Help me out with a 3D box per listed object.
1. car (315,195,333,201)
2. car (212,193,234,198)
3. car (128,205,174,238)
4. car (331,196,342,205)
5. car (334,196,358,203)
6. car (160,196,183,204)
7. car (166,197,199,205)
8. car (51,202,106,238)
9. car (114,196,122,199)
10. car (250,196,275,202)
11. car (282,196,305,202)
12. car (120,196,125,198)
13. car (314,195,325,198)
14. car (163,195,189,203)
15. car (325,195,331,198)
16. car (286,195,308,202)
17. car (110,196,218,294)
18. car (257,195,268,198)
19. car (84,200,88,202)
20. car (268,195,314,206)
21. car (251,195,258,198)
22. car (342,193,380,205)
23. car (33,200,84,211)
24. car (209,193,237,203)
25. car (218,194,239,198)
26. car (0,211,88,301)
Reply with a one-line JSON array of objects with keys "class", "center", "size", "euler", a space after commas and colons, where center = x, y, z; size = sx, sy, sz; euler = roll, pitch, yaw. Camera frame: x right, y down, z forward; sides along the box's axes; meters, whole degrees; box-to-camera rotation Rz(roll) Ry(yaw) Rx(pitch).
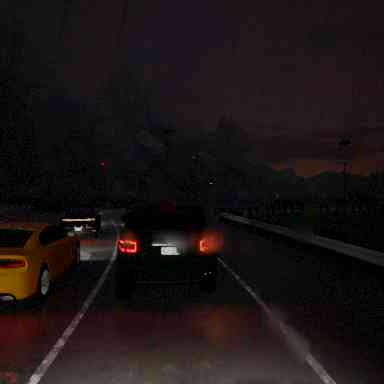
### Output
[{"class": "car", "center": [33.863, 1.452, 85.344], "size": [5.008, 1.535, 1.882], "euler": [0, 0, -34]}, {"class": "car", "center": [5.873, 1.547, 68.687], "size": [5.357, 1.411, 2.033], "euler": [0, 0, -20]}, {"class": "car", "center": [-2.512, 1.547, 19.073], "size": [2.033, 1.411, 5.357], "euler": [0, 0, -13]}, {"class": "car", "center": [27.260, 1.490, 57.854], "size": [4.902, 1.511, 2.128], "euler": [0, 0, -22]}, {"class": "car", "center": [33.537, 1.540, 72.511], "size": [5.357, 1.411, 2.033], "euler": [0, 0, -30]}, {"class": "car", "center": [-4.006, 1.564, 65.143], "size": [4.181, 1.385, 1.994], "euler": [0, 0, -20]}, {"class": "car", "center": [-1.685, 1.547, 58.556], "size": [5.357, 1.411, 2.033], "euler": [0, 0, -20]}, {"class": "car", "center": [-5.773, 1.492, 17.548], "size": [2.128, 1.511, 4.902], "euler": [0, 0, -14]}, {"class": "car", "center": [-8.580, 1.354, 44.635], "size": [4.553, 1.767, 2.097], "euler": [0, 0, -20]}, {"class": "car", "center": [16.158, 1.540, 76.175], "size": [5.357, 1.411, 2.033], "euler": [0, 0, -20]}, {"class": "car", "center": [22.896, 1.595, 74.997], "size": [4.718, 1.301, 1.895], "euler": [0, 0, -23]}, {"class": "car", "center": [-4.731, 1.508, 34.862], "size": [4.892, 1.490, 1.837], "euler": [0, 0, -20]}, {"class": "car", "center": [24.270, 1.553, 68.017], "size": [4.181, 1.385, 1.994], "euler": [0, 0, -20]}, {"class": "car", "center": [-3.306, 1.478, 69.043], "size": [5.008, 1.535, 1.882], "euler": [0, 0, -20]}, {"class": "car", "center": [31.946, 1.595, 79.762], "size": [4.718, 1.301, 1.895], "euler": [0, 0, -30]}, {"class": "car", "center": [25.289, 1.478, 79.975], "size": [5.008, 1.535, 1.882], "euler": [0, 0, -27]}, {"class": "car", "center": [-0.759, 1.221, 9.034], "size": [2.150, 2.045, 5.566], "euler": [0, 0, -7]}, {"class": "car", "center": [15.877, 1.478, 64.936], "size": [5.008, 1.535, 1.882], "euler": [0, 0, -20]}, {"class": "car", "center": [-12.607, 1.606, 39.431], "size": [4.718, 1.301, 1.895], "euler": [0, 0, -20]}, {"class": "car", "center": [13.436, 1.547, 45.247], "size": [5.357, 1.411, 2.033], "euler": [0, 0, -20]}, {"class": "car", "center": [14.634, 1.355, 71.886], "size": [4.553, 1.767, 2.097], "euler": [0, 0, -20]}, {"class": "car", "center": [27.969, 1.219, 54.339], "size": [5.566, 2.045, 2.150], "euler": [0, 0, -21]}, {"class": "car", "center": [-14.211, 1.532, 35.116], "size": [4.674, 1.442, 1.812], "euler": [0, 0, -20]}, {"class": "car", "center": [6.749, 1.225, 72.723], "size": [5.566, 2.045, 2.150], "euler": [0, 0, -20]}, {"class": "car", "center": [7.628, 1.564, 61.958], "size": [4.181, 1.385, 1.994], "euler": [0, 0, -20]}, {"class": "car", "center": [-4.166, 1.478, 8.305], "size": [1.882, 1.535, 5.008], "euler": [0, 0, -6]}]
